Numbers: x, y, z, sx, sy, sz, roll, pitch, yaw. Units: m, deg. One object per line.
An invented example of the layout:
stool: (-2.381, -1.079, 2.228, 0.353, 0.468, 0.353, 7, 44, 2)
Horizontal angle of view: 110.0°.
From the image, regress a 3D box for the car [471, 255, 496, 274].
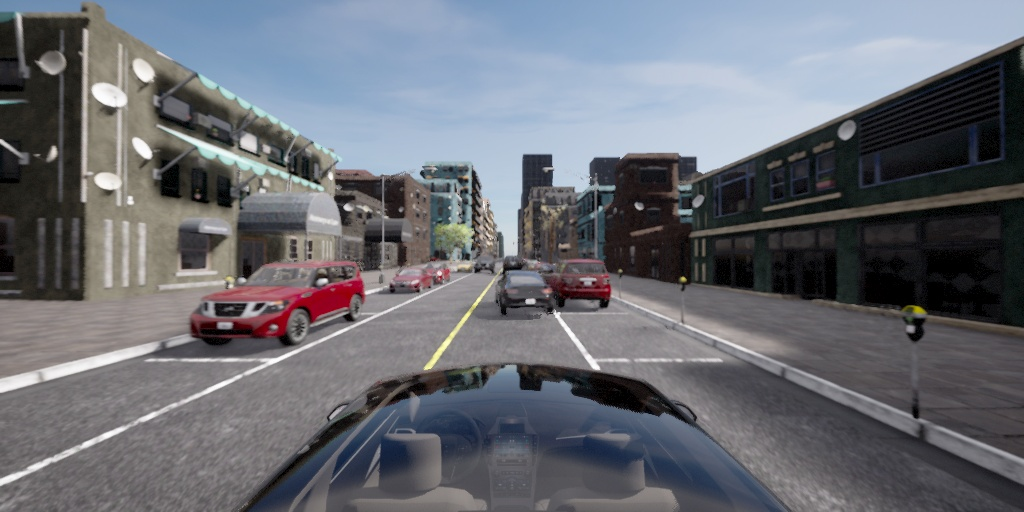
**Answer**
car: (-3.074, 0.941, 41.756, 2.150, 2.045, 5.566, 0, 0, 1)

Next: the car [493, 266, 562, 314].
car: (0.379, 1.265, 13.602, 1.812, 1.442, 4.674, 0, 0, -5)

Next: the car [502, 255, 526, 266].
car: (0.107, 0.942, 40.267, 2.150, 2.045, 5.566, 0, 0, 0)

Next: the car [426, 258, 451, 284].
car: (-5.685, 1.170, 26.212, 1.967, 1.591, 4.097, 0, 0, 0)

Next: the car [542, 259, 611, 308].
car: (2.694, 1.053, 15.143, 2.192, 1.841, 5.009, 0, 0, 0)

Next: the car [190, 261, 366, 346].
car: (-5.688, 1.058, 9.613, 2.192, 1.841, 5.009, 0, 0, 0)

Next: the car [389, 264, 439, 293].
car: (-5.686, 1.316, 20.678, 1.802, 1.307, 4.207, 0, 0, 0)

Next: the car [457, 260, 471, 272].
car: (-5.751, 1.244, 44.286, 1.751, 1.417, 4.829, 0, 0, 0)

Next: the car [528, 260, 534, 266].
car: (2.703, 1.272, 31.435, 1.888, 1.381, 4.507, 0, 0, 0)

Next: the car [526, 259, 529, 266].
car: (2.759, 1.245, 42.672, 1.751, 1.417, 4.829, 0, 0, 0)

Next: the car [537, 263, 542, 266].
car: (2.694, 1.300, 20.675, 1.948, 1.339, 4.313, 0, 0, 0)

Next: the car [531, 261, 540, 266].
car: (2.695, 1.296, 26.209, 1.948, 1.339, 4.313, 0, 0, 0)
